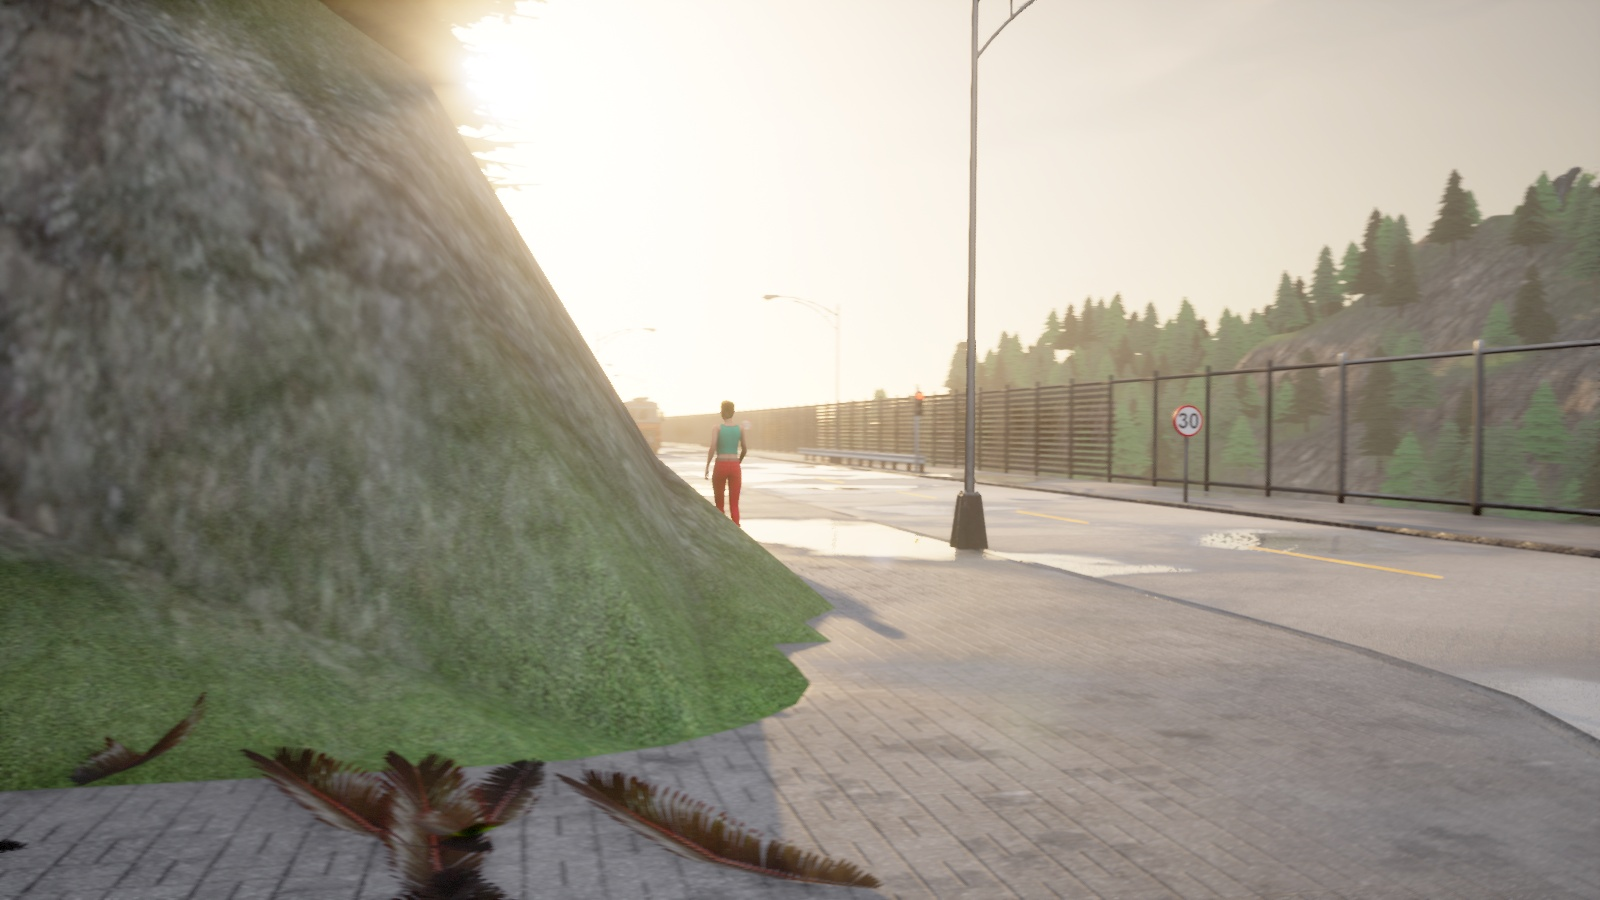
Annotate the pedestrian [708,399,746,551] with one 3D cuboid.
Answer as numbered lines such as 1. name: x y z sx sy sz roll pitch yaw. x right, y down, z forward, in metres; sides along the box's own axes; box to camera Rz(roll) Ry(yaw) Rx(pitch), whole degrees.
1. pedestrian: -0.902 0.297 15.457 0.345 1.836 0.594 -1 1 -13

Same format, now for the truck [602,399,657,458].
1. truck: -11.726 -1.461 85.912 2.891 3.827 8.468 -1 1 -13
